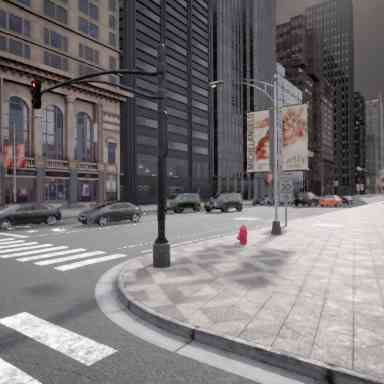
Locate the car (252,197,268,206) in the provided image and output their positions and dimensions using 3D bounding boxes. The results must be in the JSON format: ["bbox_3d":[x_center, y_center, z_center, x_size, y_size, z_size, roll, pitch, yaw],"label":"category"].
[{"bbox_3d":[11.015,1.478,51.766,1.994,1.385,4.181,-1,0,35],"label":"car"}]

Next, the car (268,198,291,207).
[{"bbox_3d":[13.833,1.487,50.112,2.033,1.411,5.357,-1,0,35],"label":"car"}]

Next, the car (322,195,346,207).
[{"bbox_3d":[19.856,1.188,47.201,2.097,1.767,4.553,-1,0,36],"label":"car"}]

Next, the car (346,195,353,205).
[{"bbox_3d":[25.240,1.331,54.767,1.837,1.490,4.892,-1,0,35],"label":"car"}]

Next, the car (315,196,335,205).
[{"bbox_3d":[22.809,1.398,56.958,2.033,1.411,5.357,-1,0,35],"label":"car"}]

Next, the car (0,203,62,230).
[{"bbox_3d":[-10.826,1.501,21.356,1.837,1.490,4.892,-1,0,37],"label":"car"}]

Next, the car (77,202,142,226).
[{"bbox_3d":[-5.563,1.465,23.013,1.837,1.490,4.892,-1,0,35],"label":"car"}]

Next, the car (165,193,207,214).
[{"bbox_3d":[-1.174,1.176,34.791,2.150,2.045,5.566,-1,0,35],"label":"car"}]

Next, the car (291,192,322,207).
[{"bbox_3d":[16.719,1.081,48.402,2.150,2.045,5.566,-1,0,36],"label":"car"}]

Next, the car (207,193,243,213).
[{"bbox_3d":[3.508,1.144,35.758,2.150,2.045,5.566,-1,0,35],"label":"car"}]
